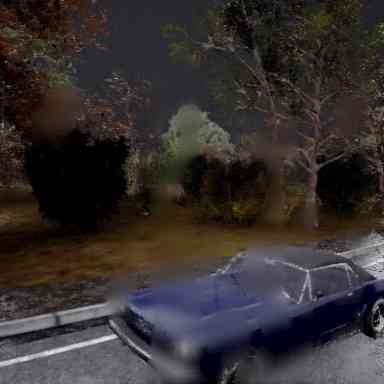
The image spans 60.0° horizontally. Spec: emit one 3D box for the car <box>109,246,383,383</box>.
[{"bbox_3d":[1.251,1.596,5.031,4.718,1.301,1.895,0,0,-36],"label":"car"}]
